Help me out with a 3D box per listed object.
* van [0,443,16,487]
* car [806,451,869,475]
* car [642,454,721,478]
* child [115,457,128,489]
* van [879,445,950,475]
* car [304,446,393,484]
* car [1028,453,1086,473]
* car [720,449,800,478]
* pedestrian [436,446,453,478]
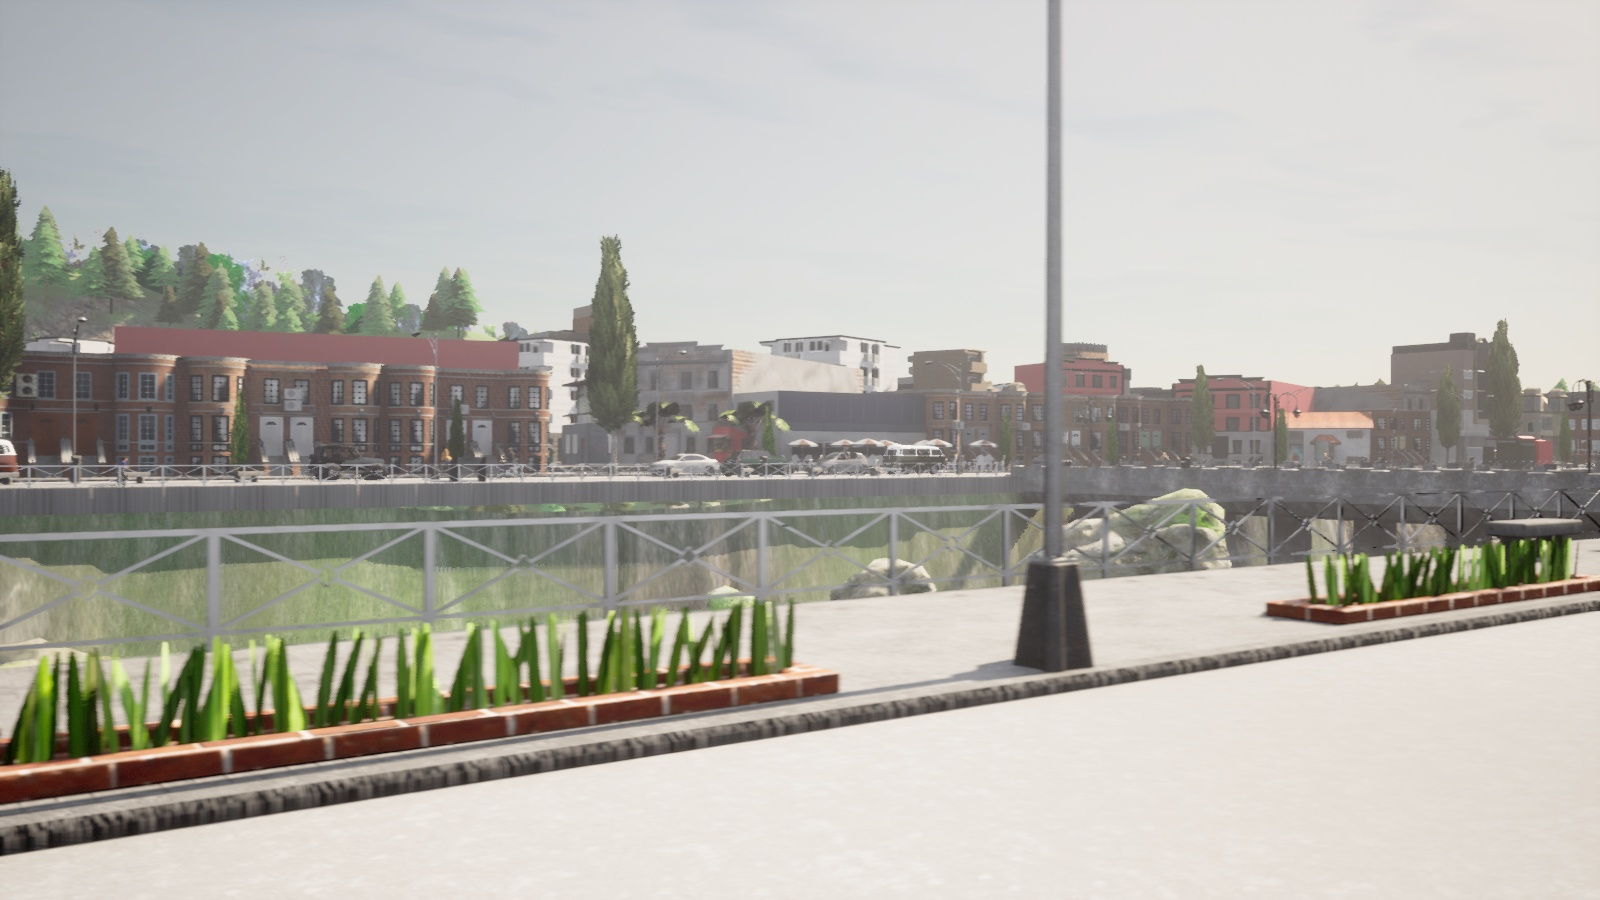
[{"bbox_3d":[-38.565,0.691,57.424,4.480,2.038,2.069,0,0,-35],"label":"van"},{"bbox_3d":[2.589,0.849,86.086,3.988,1.617,1.851,0,0,-35],"label":"car"},{"bbox_3d":[-7.454,0.980,79.091,4.674,1.442,1.812,0,0,-35],"label":"car"},{"bbox_3d":[-27.323,0.916,50.563,0.437,1.263,0.270,0,0,-34],"label":"child"},{"bbox_3d":[7.730,0.660,84.794,4.480,2.038,2.069,0,0,-35],"label":"van"},{"bbox_3d":[-22.817,0.745,63.519,3.866,1.878,1.905,0,0,-35],"label":"car"},{"bbox_3d":[18.977,0.945,92.626,4.193,1.474,1.816,0,0,-35],"label":"car"},{"bbox_3d":[-2.475,0.799,77.686,4.553,1.767,2.097,0,0,-35],"label":"car"},{"bbox_3d":[-20.674,0.678,73.086,0.900,1.855,0.874,0,0,-18],"label":"pedestrian"}]
